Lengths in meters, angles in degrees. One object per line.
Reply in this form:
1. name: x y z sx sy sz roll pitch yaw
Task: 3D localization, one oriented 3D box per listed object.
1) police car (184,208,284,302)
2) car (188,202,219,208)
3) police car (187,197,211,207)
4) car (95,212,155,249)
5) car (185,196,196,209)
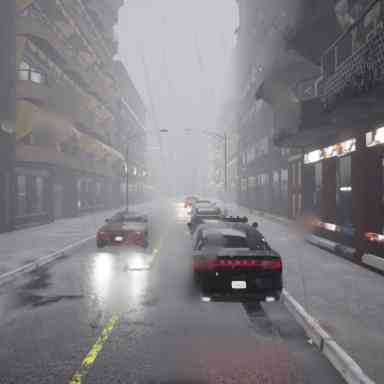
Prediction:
1. police car: 0.825 1.427 8.436 1.930 1.638 5.238 0 0 0
2. car: 0.825 1.511 18.327 1.837 1.490 4.892 0 0 0
3. police car: 0.825 1.434 24.437 1.930 1.638 5.238 0 0 0
4. car: -2.750 1.567 14.499 1.994 1.385 4.181 0 0 0
5. car: 0.034 1.383 47.121 2.097 1.767 4.553 0 0 0
